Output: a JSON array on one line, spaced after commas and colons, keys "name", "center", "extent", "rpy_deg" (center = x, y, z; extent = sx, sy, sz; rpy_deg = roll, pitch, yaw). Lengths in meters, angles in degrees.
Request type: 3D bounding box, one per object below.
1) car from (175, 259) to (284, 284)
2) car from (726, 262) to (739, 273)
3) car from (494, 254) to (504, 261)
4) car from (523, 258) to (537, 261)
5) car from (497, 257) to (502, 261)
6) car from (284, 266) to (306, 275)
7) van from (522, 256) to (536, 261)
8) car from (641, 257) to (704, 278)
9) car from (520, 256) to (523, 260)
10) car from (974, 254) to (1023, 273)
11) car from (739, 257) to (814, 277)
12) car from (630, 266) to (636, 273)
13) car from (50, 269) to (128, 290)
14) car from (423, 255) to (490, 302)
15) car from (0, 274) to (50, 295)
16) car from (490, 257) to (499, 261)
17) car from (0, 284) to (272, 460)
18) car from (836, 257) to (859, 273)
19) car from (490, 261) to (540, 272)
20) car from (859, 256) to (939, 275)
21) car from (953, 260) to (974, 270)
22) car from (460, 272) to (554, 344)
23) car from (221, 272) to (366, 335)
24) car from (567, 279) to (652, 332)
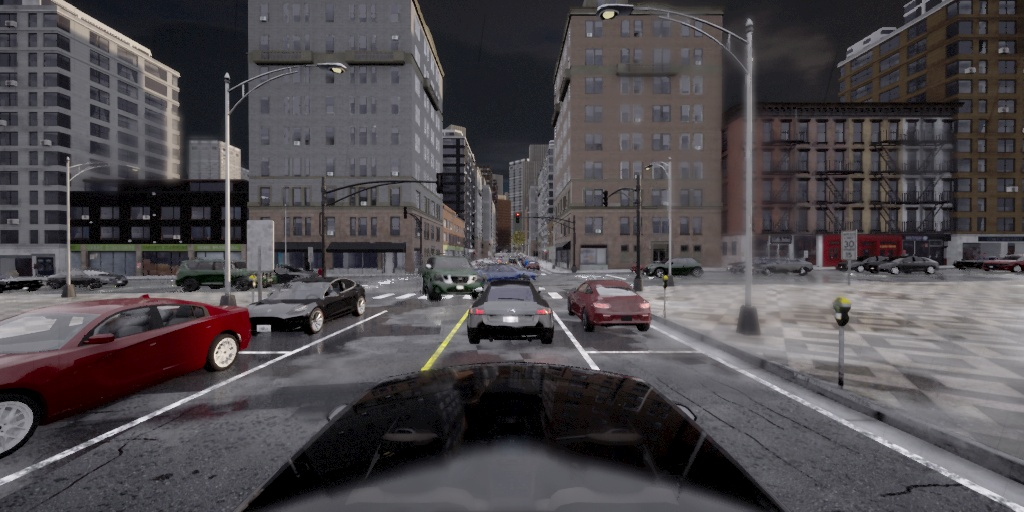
[{"name": "car", "center": [-18.367, 1.222, 23.143], "extent": [5.566, 2.045, 2.150], "rpy_deg": [-1, 0, 0]}, {"name": "car", "center": [22.516, 0.868, 33.171], "extent": [4.902, 1.511, 2.128], "rpy_deg": [-1, 0, 0]}, {"name": "car", "center": [-2.980, 0.969, 65.157], "extent": [2.097, 1.767, 4.553], "rpy_deg": [0, 0, 1]}, {"name": "car", "center": [2.786, 1.257, 47.808], "extent": [1.802, 1.307, 4.207], "rpy_deg": [0, 0, 0]}, {"name": "car", "center": [-3.047, 1.200, 55.248], "extent": [2.033, 1.411, 5.357], "rpy_deg": [0, 0, 0]}, {"name": "car", "center": [-16.782, 1.469, 26.399], "extent": [4.892, 1.490, 1.837], "rpy_deg": [-1, 0, 0]}, {"name": "van", "center": [2.803, 0.999, 53.360], "extent": [1.690, 1.789, 3.998], "rpy_deg": [0, 0, 0]}, {"name": "car", "center": [13.327, 0.875, 29.902], "extent": [4.553, 1.767, 2.097], "rpy_deg": [-1, 0, 0]}, {"name": "car", "center": [2.837, 1.202, 64.468], "extent": [1.802, 1.307, 4.207], "rpy_deg": [0, 0, 0]}, {"name": "car", "center": [42.518, 0.598, 29.920], "extent": [5.008, 1.535, 1.882], "rpy_deg": [-1, 0, 0]}, {"name": "car", "center": [22.281, 0.888, 29.920], "extent": [4.902, 1.511, 2.128], "rpy_deg": [-1, 0, 0]}, {"name": "car", "center": [13.475, 1.105, 33.155], "extent": [4.718, 1.301, 1.895], "rpy_deg": [-1, 0, 0]}, {"name": "car", "center": [-31.202, 1.671, 26.371], "extent": [4.674, 1.442, 1.812], "rpy_deg": [-1, 0, 0]}, {"name": "car", "center": [-3.037, 0.986, 17.503], "extent": [2.150, 2.045, 5.566], "rpy_deg": [2, -1, -19]}, {"name": "car", "center": [-33.560, 1.792, 23.118], "extent": [4.718, 1.301, 1.895], "rpy_deg": [-1, 0, 0]}, {"name": "car", "center": [-3.080, 1.208, 45.598], "extent": [1.812, 1.442, 4.674], "rpy_deg": [0, 0, 2]}, {"name": "car", "center": [-5.777, 1.295, 4.907], "extent": [1.888, 1.381, 4.507], "rpy_deg": [0, 0, 0]}, {"name": "car", "center": [32.878, 0.738, 33.185], "extent": [4.892, 1.490, 1.837], "rpy_deg": [-1, 0, 0]}, {"name": "car", "center": [-0.762, 1.292, 26.420], "extent": [5.357, 1.411, 2.033], "rpy_deg": [-1, 0, 0]}, {"name": "car", "center": [32.512, 0.761, 29.932], "extent": [4.892, 1.490, 1.837], "rpy_deg": [-1, 0, 0]}, {"name": "car", "center": [44.085, 0.683, 33.164], "extent": [4.718, 1.301, 1.895], "rpy_deg": [-1, 0, 0]}, {"name": "car", "center": [-0.036, 1.312, 9.598], "extent": [1.994, 1.385, 4.181], "rpy_deg": [0, 0, 0]}, {"name": "car", "center": [-5.808, 1.314, 10.551], "extent": [1.948, 1.339, 4.313], "rpy_deg": [0, 0, 0]}, {"name": "car", "center": [2.717, 1.330, 10.596], "extent": [1.802, 1.307, 4.207], "rpy_deg": [0, 0, 0]}]
